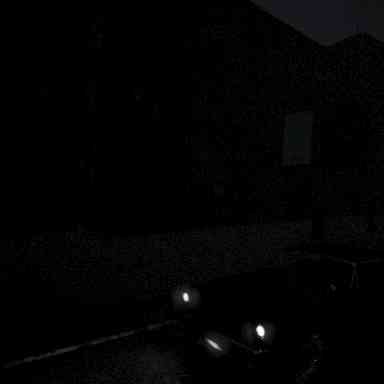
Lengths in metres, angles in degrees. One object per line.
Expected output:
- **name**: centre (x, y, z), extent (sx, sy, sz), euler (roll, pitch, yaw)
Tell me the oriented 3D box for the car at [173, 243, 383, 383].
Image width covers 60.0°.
- **car**: centre (2.076, 1.607, 5.470), extent (4.718, 1.301, 1.895), euler (0, 0, -35)
